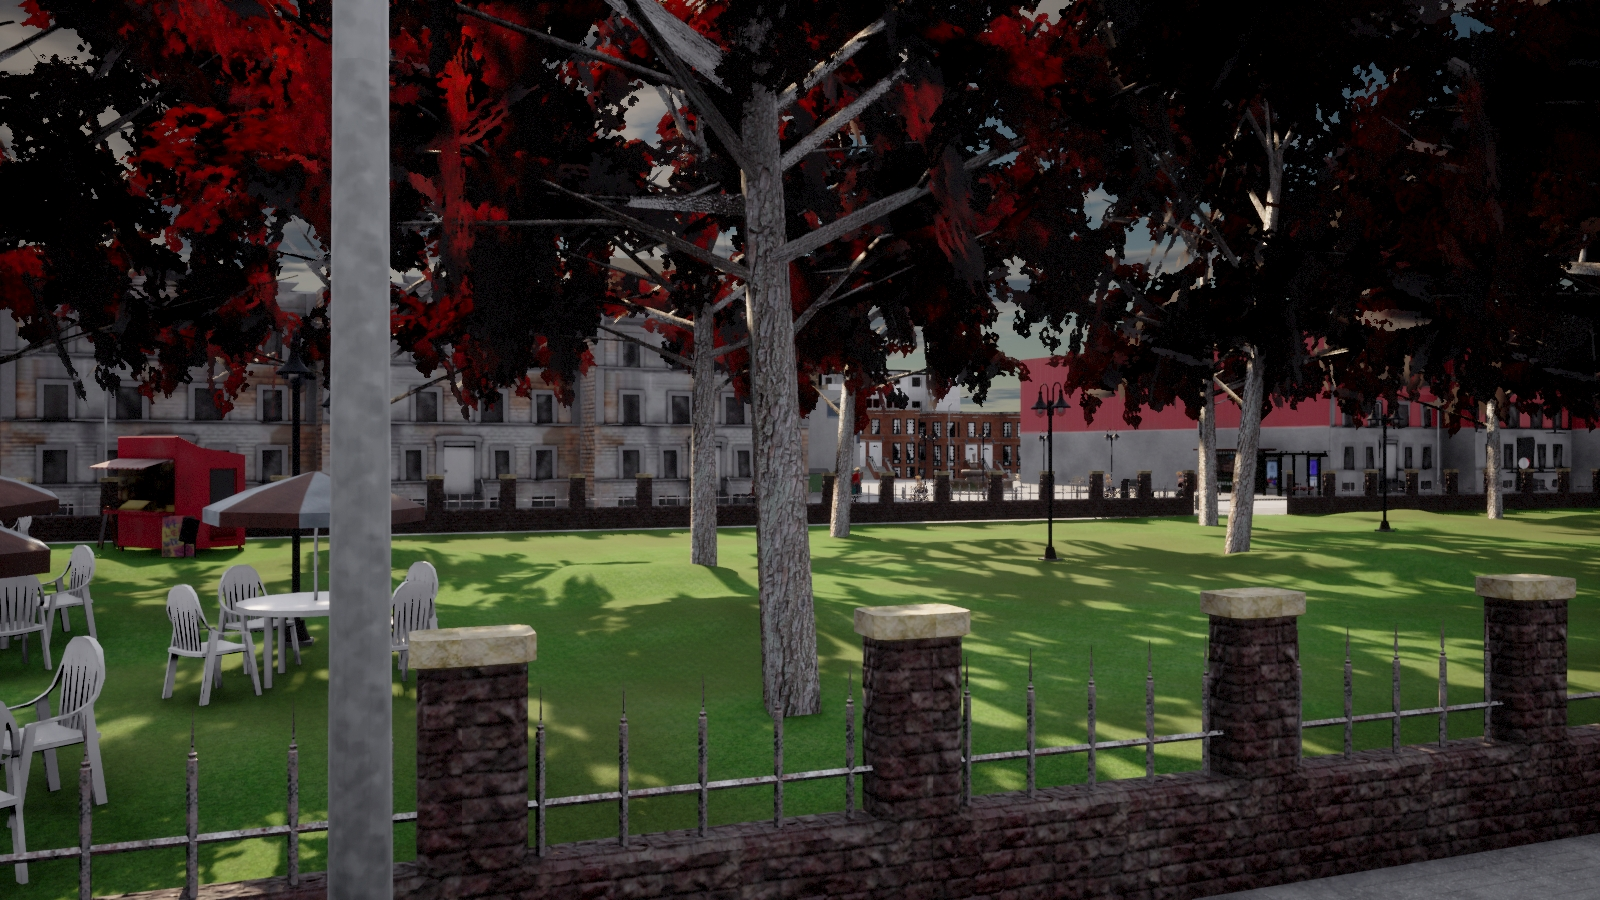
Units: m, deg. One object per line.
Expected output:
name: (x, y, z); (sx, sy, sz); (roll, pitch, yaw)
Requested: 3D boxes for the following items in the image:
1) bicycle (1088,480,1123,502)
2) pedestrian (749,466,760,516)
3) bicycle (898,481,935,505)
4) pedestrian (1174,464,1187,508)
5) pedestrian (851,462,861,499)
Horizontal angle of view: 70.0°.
bicycle: (15.430, 2.050, 57.662); (1.487, 1.080, 0.859); (0, 0, -20)
pedestrian: (-1.692, 1.530, 42.684); (0.375, 1.860, 0.375); (0, 0, 0)
bicycle: (5.504, 2.046, 54.016); (1.487, 1.080, 0.859); (0, 0, -20)
pedestrian: (16.172, 1.538, 48.515); (0.375, 1.860, 0.375); (0, 0, -14)
pedestrian: (2.813, 1.533, 57.252); (0.375, 1.860, 0.375); (0, 0, -30)
